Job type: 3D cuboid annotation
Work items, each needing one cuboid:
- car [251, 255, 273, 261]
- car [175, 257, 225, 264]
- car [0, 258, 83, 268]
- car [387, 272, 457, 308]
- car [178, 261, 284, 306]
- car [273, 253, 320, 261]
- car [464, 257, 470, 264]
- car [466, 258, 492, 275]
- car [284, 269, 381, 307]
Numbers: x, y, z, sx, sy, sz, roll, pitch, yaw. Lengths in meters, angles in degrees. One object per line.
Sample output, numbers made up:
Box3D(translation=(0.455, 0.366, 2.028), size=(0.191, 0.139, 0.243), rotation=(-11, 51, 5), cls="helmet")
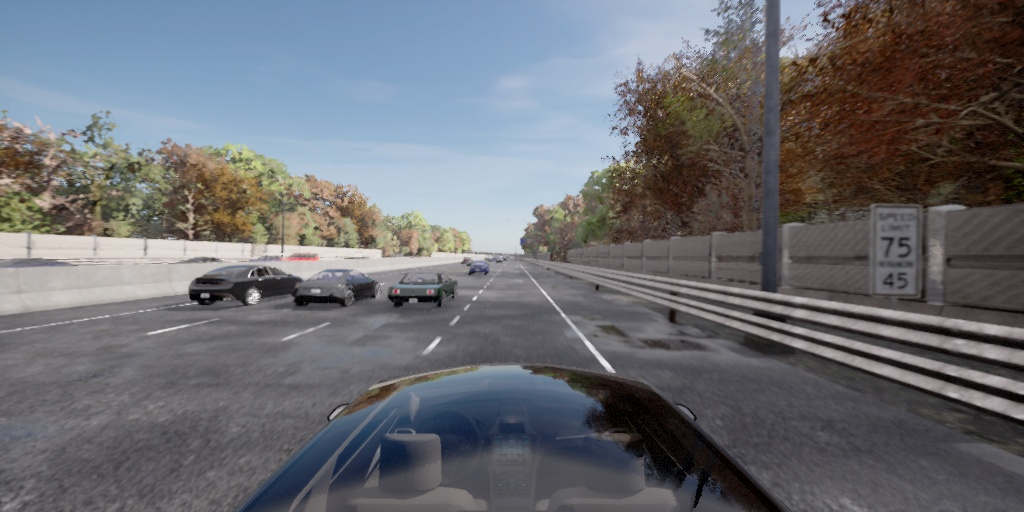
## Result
Box3D(translation=(-27.925, 0.707, 40.979), size=(2.097, 1.767, 4.553), rotation=(1, 0, 0), cls="car")
Box3D(translation=(-31.471, 0.812, 36.311), size=(1.837, 1.490, 4.892), rotation=(1, 0, 1), cls="car")
Box3D(translation=(-24.552, 0.966, 18.520), size=(1.994, 1.385, 4.181), rotation=(1, 0, 1), cls="car")
Box3D(translation=(-3.480, 1.302, 14.932), size=(1.895, 1.301, 4.718), rotation=(1, 0, 0), cls="car")
Box3D(translation=(-10.478, 1.109, 14.670), size=(1.837, 1.490, 4.892), rotation=(1, 0, 0), cls="car")
Box3D(translation=(-24.427, 0.630, 41.522), size=(2.150, 2.045, 5.566), rotation=(1, 0, 0), cls="car")
Box3D(translation=(-6.877, 1.257, 63.995), size=(1.895, 1.301, 4.718), rotation=(1, 0, 0), cls="car")
Box3D(translation=(-3.432, 1.229, 38.121), size=(1.812, 1.442, 4.674), rotation=(1, 0, 0), cls="car")
Box3D(translation=(-6.978, 1.216, 14.764), size=(1.994, 1.385, 4.181), rotation=(1, 0, 0), cls="car")
